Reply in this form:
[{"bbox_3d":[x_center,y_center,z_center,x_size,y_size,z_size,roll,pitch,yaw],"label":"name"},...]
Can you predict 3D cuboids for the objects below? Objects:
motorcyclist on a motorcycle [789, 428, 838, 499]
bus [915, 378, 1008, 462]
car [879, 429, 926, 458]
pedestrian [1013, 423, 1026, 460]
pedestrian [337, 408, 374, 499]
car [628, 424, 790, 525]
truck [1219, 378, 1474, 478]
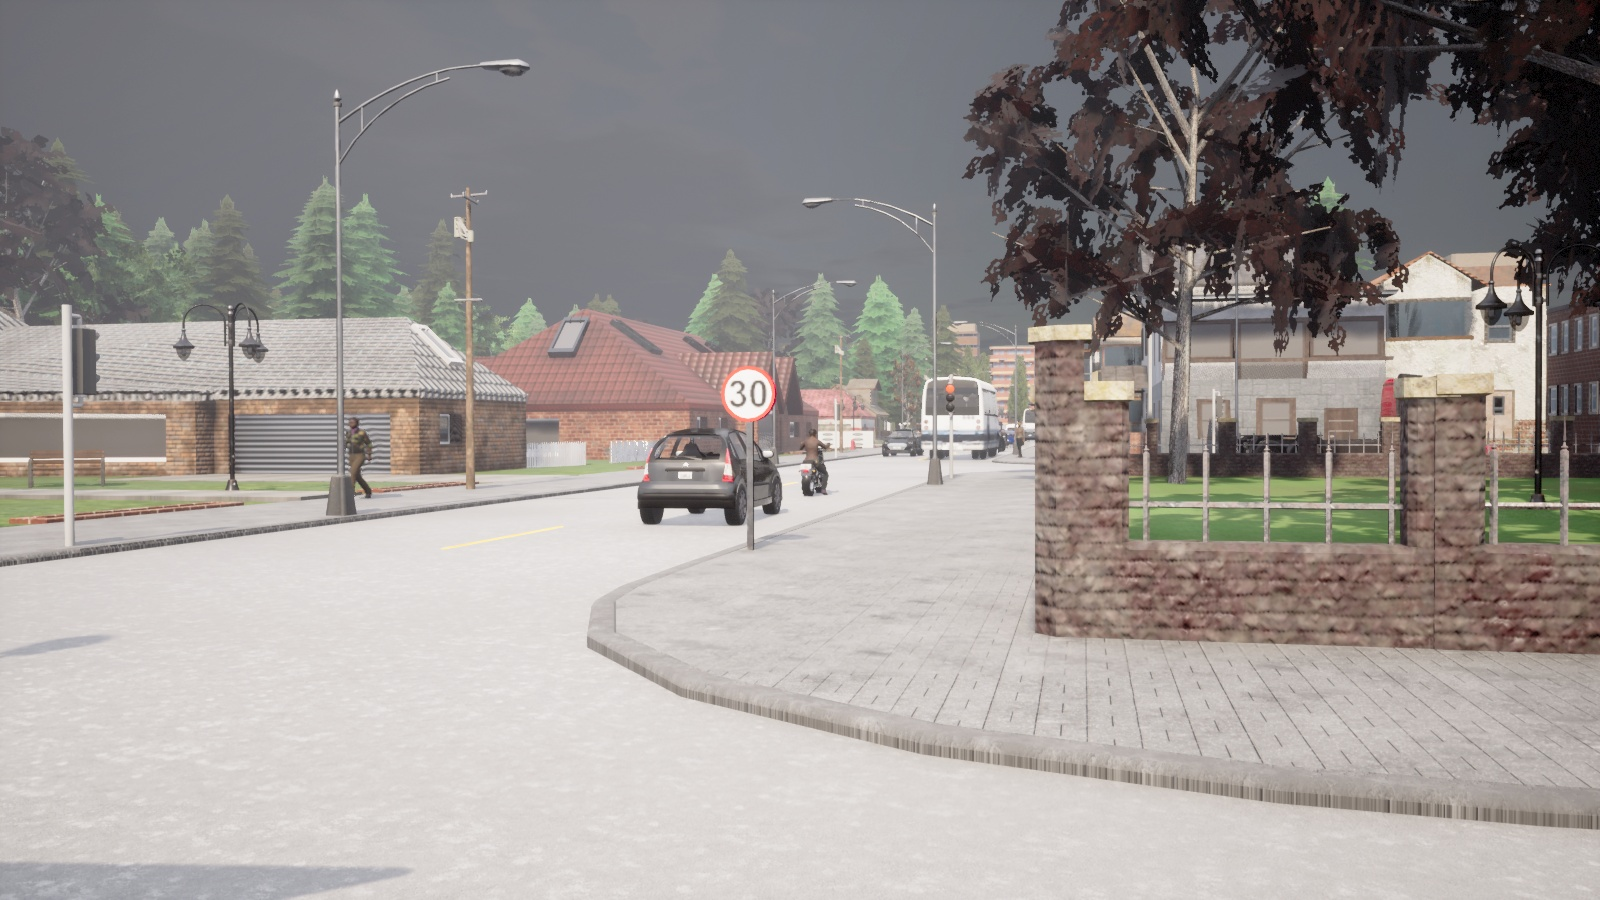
[{"bbox_3d":[0.351,0.291,30.437,0.766,1.649,2.350,0,1,11],"label":"motorcyclist on a motorcycle"},{"bbox_3d":[9.072,-1.626,69.354,3.944,4.253,10.273,0,1,14],"label":"bus"},{"bbox_3d":[6.098,-0.406,74.007,2.033,1.649,4.856,0,1,13],"label":"car"},{"bbox_3d":[11.155,-0.444,63.801,0.331,1.846,0.634,1,1,40],"label":"pedestrian"},{"bbox_3d":[-9.556,0.068,27.000,0.395,1.930,0.692,1,1,21],"label":"pedestrian"},{"bbox_3d":[-1.500,0.362,22.292,1.851,1.617,3.988,0,1,12],"label":"car"},{"bbox_3d":[19.511,-0.808,45.311,7.936,3.462,2.891,0,1,9],"label":"truck"}]
